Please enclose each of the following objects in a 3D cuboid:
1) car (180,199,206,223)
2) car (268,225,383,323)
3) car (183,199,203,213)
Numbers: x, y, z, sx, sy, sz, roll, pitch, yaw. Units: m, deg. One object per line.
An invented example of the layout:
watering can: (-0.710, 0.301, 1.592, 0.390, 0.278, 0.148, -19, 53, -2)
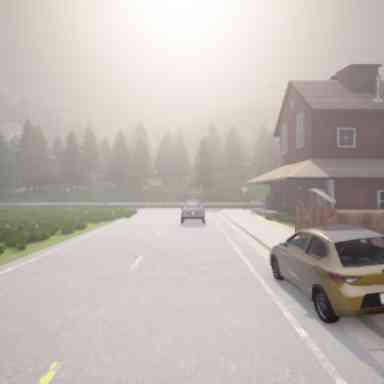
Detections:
car: (0.090, 1.508, 25.218, 2.033, 1.411, 5.357, 0, 0, 1)
car: (2.974, 1.444, 7.249, 1.816, 1.474, 4.193, -6, 1, -2)
car: (0.010, 1.501, 37.532, 2.033, 1.411, 5.357, 0, 0, -2)
